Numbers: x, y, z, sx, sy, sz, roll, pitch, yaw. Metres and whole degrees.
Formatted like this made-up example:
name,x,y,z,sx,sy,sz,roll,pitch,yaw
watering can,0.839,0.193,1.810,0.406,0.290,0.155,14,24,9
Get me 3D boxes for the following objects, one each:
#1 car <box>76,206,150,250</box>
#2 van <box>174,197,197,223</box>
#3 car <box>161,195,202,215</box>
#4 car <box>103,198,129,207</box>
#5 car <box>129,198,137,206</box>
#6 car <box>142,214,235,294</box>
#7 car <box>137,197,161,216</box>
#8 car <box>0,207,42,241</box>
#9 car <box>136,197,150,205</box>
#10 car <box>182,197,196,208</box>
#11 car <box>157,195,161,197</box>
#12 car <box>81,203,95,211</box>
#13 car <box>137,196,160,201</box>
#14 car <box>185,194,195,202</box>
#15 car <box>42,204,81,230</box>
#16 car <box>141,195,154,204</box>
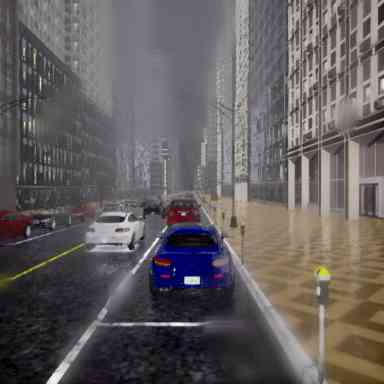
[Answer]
name,x,y,z,sx,sy,sz,roll,pitch,yaw
car,-3.146,1.531,14.247,1.812,1.442,4.674,0,0,0
van,-0.465,1.336,26.356,1.690,1.788,3.998,-1,0,0
car,-0.465,1.311,20.672,2.192,1.841,5.009,-1,0,0
car,-8.844,1.543,37.723,2.008,1.369,4.403,-1,0,0
car,-8.843,1.541,49.090,2.008,1.369,4.403,-1,0,0
car,0.003,1.523,8.651,1.812,1.442,4.674,0,0,0
car,-3.146,1.490,29.247,2.128,1.511,4.902,0,0,0
car,-8.843,1.541,14.989,1.887,1.381,4.507,-1,0,0
car,-8.843,1.569,60.458,1.802,1.307,4.206,-1,0,0
car,-0.463,1.541,49.090,2.008,1.369,4.403,-1,0,0
car,-8.843,1.508,77.339,1.752,1.417,4.829,-1,0,0
car,-8.843,1.577,26.356,1.802,1.307,4.206,-1,0,0
car,-6.146,1.591,47.248,1.994,1.385,4.181,0,0,0
car,-0.465,1.298,77.509,2.192,1.841,5.009,-1,0,0
car,-8.844,1.547,20.672,2.008,1.369,4.403,-1,0,0
car,-8.845,1.426,66.141,1.967,1.590,4.097,-1,0,0
